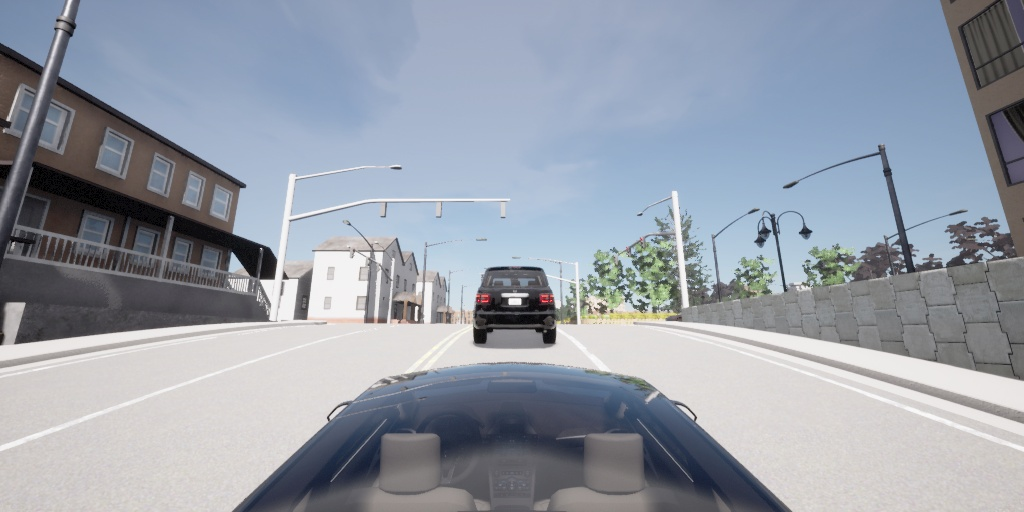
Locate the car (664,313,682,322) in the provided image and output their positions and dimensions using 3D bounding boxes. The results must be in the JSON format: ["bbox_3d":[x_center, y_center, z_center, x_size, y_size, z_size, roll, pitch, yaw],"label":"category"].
[{"bbox_3d":[15.916,5.454,31.705,4.553,1.767,2.097,0,-12,1],"label":"car"}]

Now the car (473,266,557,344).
[{"bbox_3d":[0.079,1.502,11.189,2.150,2.045,5.566,0,-7,0],"label":"car"}]
